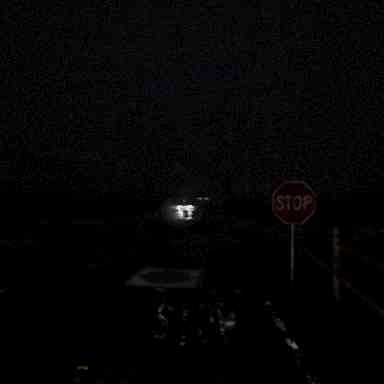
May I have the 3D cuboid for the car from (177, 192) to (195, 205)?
[{"bbox_3d":[-0.657,0.777,40.677,2.128,1.511,4.902,0,1,6],"label":"car"}]

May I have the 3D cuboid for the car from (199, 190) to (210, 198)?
[{"bbox_3d":[2.526,0.269,65.795,2.033,1.411,5.357,0,1,9],"label":"car"}]
